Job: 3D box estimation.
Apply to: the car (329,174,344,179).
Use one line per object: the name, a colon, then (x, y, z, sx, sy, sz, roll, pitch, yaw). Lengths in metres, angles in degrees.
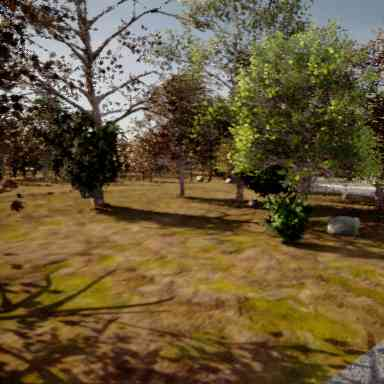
car: (35.030, -3.816, 76.856, 5.357, 1.411, 2.033, -2, 5, -15)

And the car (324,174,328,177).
car: (34.272, -4.013, 80.007, 4.718, 1.301, 1.895, -2, 5, -15)
